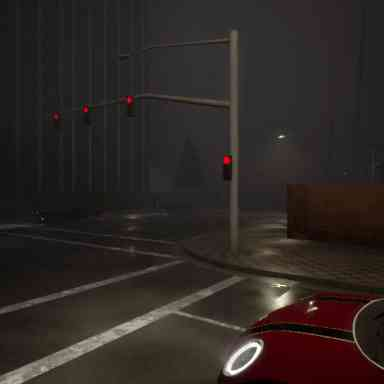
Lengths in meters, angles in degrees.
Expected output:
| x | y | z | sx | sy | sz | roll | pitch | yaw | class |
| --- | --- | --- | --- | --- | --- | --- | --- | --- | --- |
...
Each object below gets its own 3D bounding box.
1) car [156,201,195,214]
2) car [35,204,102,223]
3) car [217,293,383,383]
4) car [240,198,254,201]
| x | y | z | sx | sy | sz | roll | pitch | yaw | class |
| --- | --- | --- | --- | --- | --- | --- | --- | --- | --- |
| -1.776 | 1.601 | 36.213 | 1.895 | 1.301 | 4.718 | 0 | 0 | 35 | car |
| -9.376 | 1.601 | 25.493 | 1.895 | 1.301 | 4.718 | 0 | 0 | 35 | car |
| 2.394 | 1.352 | 2.250 | 4.553 | 1.767 | 2.097 | 0 | 0 | 36 | car |
| 7.530 | 1.179 | 49.192 | 2.128 | 1.511 | 4.902 | 0 | 0 | 35 | car |
